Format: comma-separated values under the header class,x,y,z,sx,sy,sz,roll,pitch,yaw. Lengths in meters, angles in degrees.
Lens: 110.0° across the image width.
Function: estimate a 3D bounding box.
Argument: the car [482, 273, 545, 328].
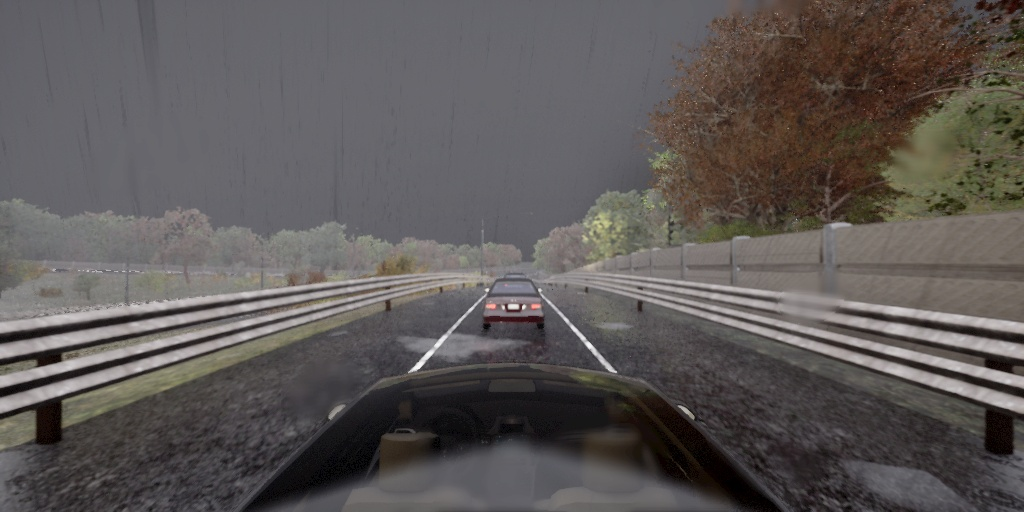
class,x,y,z,sx,sy,sz,roll,pitch,yaw
car,0.050,1.428,11.884,2.033,1.411,5.357,0,-1,0
